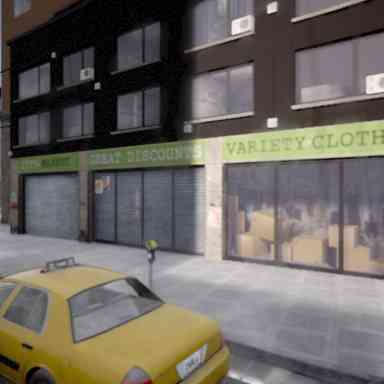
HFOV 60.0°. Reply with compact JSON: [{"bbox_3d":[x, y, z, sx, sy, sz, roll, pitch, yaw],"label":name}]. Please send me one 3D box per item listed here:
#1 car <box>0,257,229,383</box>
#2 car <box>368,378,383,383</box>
[{"bbox_3d":[-1.893,1.552,4.402,4.829,1.417,1.752,0,0,35],"label":"car"},{"bbox_3d":[2.828,1.538,1.110,4.403,1.369,2.008,0,0,35],"label":"car"}]
